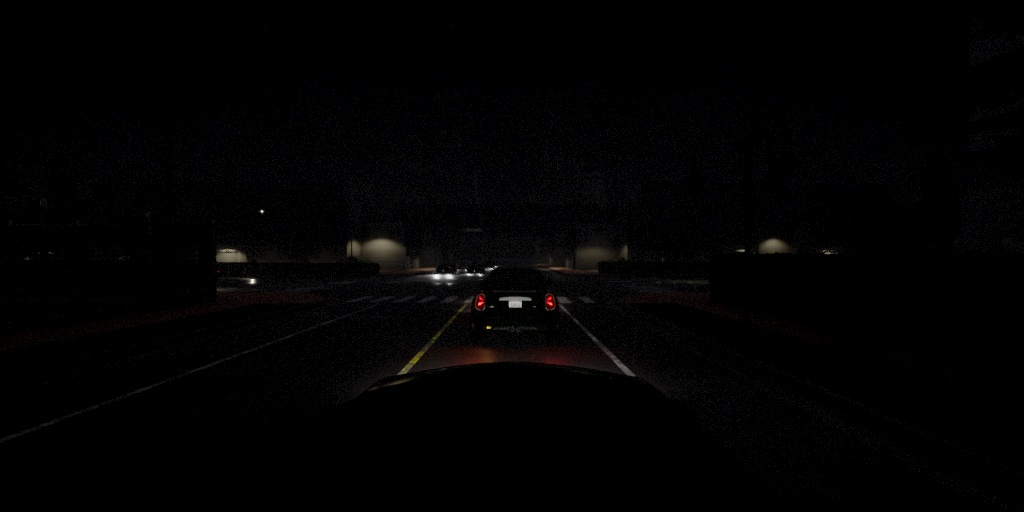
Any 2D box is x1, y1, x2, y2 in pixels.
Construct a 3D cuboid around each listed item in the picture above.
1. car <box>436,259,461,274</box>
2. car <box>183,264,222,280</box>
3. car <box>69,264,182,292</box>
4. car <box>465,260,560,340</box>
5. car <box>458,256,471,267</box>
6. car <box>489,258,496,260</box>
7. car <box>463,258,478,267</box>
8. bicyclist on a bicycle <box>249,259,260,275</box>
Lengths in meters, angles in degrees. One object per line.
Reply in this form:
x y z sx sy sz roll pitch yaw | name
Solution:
-7.771 1.382 42.985 1.895 1.301 4.718 0 0 1 | car
-26.307 1.324 28.486 5.357 1.411 2.033 0 0 1 | car
-23.027 1.252 21.249 5.008 1.535 1.882 0 0 1 | car
0.071 1.105 10.173 2.097 1.767 4.553 0 0 0 | car
-7.722 1.001 57.893 2.150 2.045 5.566 0 1 0 | car
-4.200 1.389 60.752 1.895 1.301 4.718 0 0 0 | car
-4.235 1.329 42.989 2.033 1.411 5.357 0 0 0 | car
-26.020 1.080 36.256 0.582 1.620 1.656 0 0 0 | bicyclist on a bicycle
